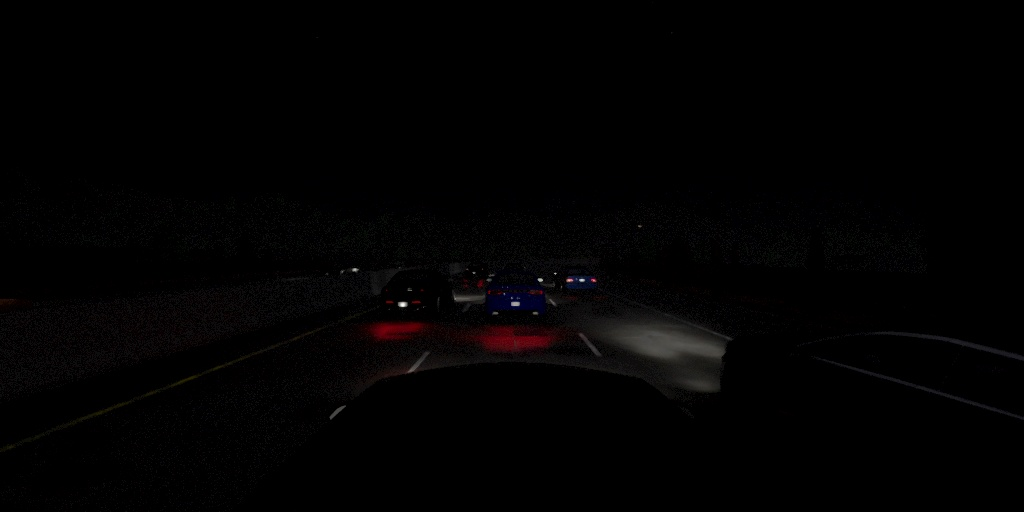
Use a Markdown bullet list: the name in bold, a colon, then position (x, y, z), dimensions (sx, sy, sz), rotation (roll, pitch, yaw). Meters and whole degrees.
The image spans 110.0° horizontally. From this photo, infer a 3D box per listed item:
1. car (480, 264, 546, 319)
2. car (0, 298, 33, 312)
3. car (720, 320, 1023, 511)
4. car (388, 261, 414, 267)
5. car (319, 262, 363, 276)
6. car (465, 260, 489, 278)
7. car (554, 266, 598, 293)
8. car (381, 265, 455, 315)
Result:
- **car**: position (0.102, 1.228, 12.802), dimensions (1.882, 1.535, 5.008), rotation (0, 0, 0)
- **car**: position (-10.599, 1.227, 5.104), dimensions (1.882, 1.535, 5.008), rotation (0, 0, 0)
- **car**: position (3.600, 1.242, 2.690), dimensions (2.128, 1.511, 4.902), rotation (0, 0, 0)
- **car**: position (-13.044, 1.275, 42.582), dimensions (1.812, 1.442, 4.674), rotation (0, 0, 8)
- **car**: position (-17.172, 1.298, 36.381), dimensions (2.033, 1.411, 5.357), rotation (0, 0, 4)
- **car**: position (-3.194, 1.276, 33.470), dimensions (1.812, 1.442, 4.674), rotation (0, 0, 3)
- **car**: position (3.603, 1.298, 20.973), dimensions (2.033, 1.411, 5.357), rotation (0, 0, 0)
- **car**: position (-3.397, 1.255, 13.575), dimensions (1.837, 1.490, 4.892), rotation (0, 0, 0)
